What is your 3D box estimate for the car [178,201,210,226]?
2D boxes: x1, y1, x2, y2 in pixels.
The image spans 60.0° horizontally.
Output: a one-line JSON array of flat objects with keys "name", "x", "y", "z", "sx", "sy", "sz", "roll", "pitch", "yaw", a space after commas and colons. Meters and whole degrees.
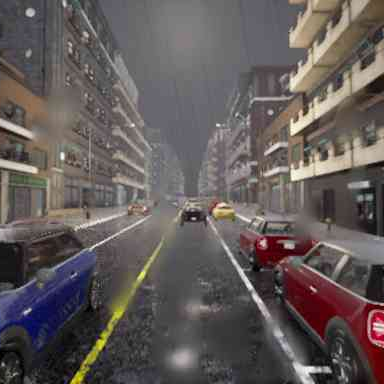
[{"name": "car", "x": 0.138, "y": 1.605, "z": 24.292, "sx": 1.812, "sy": 1.442, "sz": 4.674, "roll": 0, "pitch": 0, "yaw": 0}]

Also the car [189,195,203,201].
[{"name": "car", "x": 0.161, "y": 1.605, "z": 42.731, "sx": 1.801, "sy": 1.575, "sz": 5.366, "roll": 0, "pitch": 0, "yaw": 0}]

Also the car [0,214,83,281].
[{"name": "car", "x": -5.274, "y": 1.578, "z": 10.871, "sx": 1.887, "sy": 1.381, "sz": 4.507, "roll": 2, "pitch": 0, "yaw": 0}]

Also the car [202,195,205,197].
[{"name": "car", "x": 2.671, "y": 1.732, "z": 56.340, "sx": 1.752, "sy": 1.417, "sz": 4.829, "roll": 2, "pitch": 0, "yaw": 0}]

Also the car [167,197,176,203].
[{"name": "car", "x": -5.170, "y": 1.917, "z": 84.510, "sx": 1.947, "sy": 1.339, "sz": 4.313, "roll": 2, "pitch": 0, "yaw": 0}]

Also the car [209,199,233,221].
[{"name": "car", "x": 2.630, "y": 1.618, "z": 28.017, "sx": 1.752, "sy": 1.417, "sz": 4.829, "roll": 2, "pitch": 0, "yaw": 0}]

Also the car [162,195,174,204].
[{"name": "car", "x": -5.177, "y": 1.606, "z": 73.182, "sx": 2.192, "sy": 1.841, "sz": 5.009, "roll": 2, "pitch": 0, "yaw": 0}]

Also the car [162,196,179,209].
[{"name": "car", "x": -2.763, "y": 1.714, "z": 47.811, "sx": 2.033, "sy": 1.411, "sz": 5.357, "roll": 0, "pitch": 0, "yaw": 0}]

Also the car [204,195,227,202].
[{"name": "car", "x": 2.644, "y": 1.428, "z": 33.513, "sx": 2.192, "sy": 1.841, "sz": 5.009, "roll": 2, "pitch": 0, "yaw": 0}]

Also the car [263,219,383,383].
[{"name": "car", "x": 2.600, "y": 1.456, "z": 5.189, "sx": 1.967, "sy": 1.590, "sz": 4.097, "roll": 2, "pitch": 0, "yaw": 0}]

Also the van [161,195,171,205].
[{"name": "van", "x": -5.186, "y": 1.603, "z": 67.516, "sx": 1.690, "sy": 1.788, "sz": 3.998, "roll": 2, "pitch": 0, "yaw": 0}]

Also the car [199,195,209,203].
[{"name": "car", "x": 2.709, "y": 1.636, "z": 78.829, "sx": 2.192, "sy": 1.841, "sz": 5.009, "roll": 2, "pitch": 0, "yaw": 0}]

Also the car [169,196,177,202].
[{"name": "car", "x": -5.161, "y": 1.935, "z": 90.175, "sx": 2.008, "sy": 1.369, "sz": 4.403, "roll": 2, "pitch": 0, "yaw": 0}]

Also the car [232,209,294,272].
[{"name": "car", "x": 2.608, "y": 1.474, "z": 10.854, "sx": 1.967, "sy": 1.590, "sz": 4.097, "roll": 2, "pitch": 0, "yaw": 0}]

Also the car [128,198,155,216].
[{"name": "car", "x": -5.238, "y": 1.553, "z": 33.530, "sx": 1.967, "sy": 1.590, "sz": 4.097, "roll": 2, "pitch": 0, "yaw": 0}]

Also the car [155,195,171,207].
[{"name": "car", "x": -5.202, "y": 1.520, "z": 56.188, "sx": 2.192, "sy": 1.841, "sz": 5.009, "roll": 2, "pitch": 0, "yaw": 0}]

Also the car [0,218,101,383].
[{"name": "car", "x": -2.843, "y": 1.366, "z": 4.672, "sx": 2.097, "sy": 1.767, "sz": 4.553, "roll": 0, "pitch": 0, "yaw": 0}]
